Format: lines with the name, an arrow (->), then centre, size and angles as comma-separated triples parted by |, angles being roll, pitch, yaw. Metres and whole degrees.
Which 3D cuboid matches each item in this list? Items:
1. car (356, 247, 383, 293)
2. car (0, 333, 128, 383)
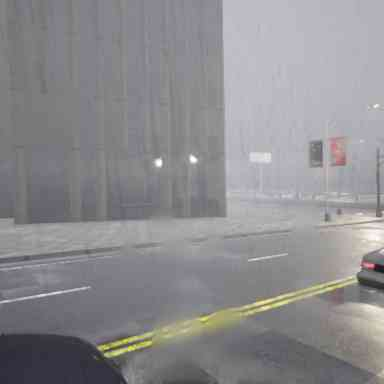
car -> 5.959, 1.560, 7.762 | 5.357, 1.411, 2.033 | 0, 0, -36
car -> -2.307, 1.563, 1.772 | 4.181, 1.385, 1.994 | 0, 0, -36
